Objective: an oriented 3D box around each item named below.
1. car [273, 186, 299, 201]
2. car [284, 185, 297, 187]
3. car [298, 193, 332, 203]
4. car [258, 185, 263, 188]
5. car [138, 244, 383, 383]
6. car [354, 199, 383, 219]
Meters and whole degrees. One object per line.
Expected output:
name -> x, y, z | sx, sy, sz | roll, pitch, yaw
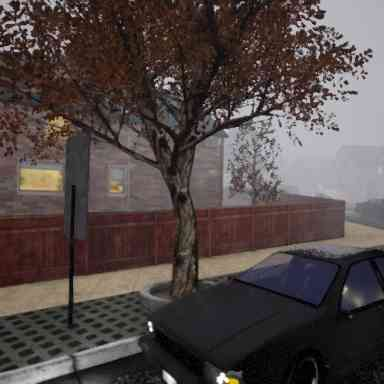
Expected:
car -> 11.549, 0.437, 41.789 | 1.882, 1.535, 5.008 | 1, 2, -3
car -> 14.082, 0.014, 49.468 | 2.150, 2.045, 5.566 | 1, 1, -3
car -> 12.102, 0.853, 31.509 | 1.994, 1.385, 4.181 | 1, 2, -3
car -> 13.295, -0.415, 63.906 | 2.150, 2.045, 5.566 | 1, 2, -4
car -> 1.982, 1.547, 4.908 | 5.357, 1.411, 2.033 | 0, 0, -34
car -> 12.646, 1.163, 21.555 | 2.033, 1.411, 5.357 | 1, 2, -3
